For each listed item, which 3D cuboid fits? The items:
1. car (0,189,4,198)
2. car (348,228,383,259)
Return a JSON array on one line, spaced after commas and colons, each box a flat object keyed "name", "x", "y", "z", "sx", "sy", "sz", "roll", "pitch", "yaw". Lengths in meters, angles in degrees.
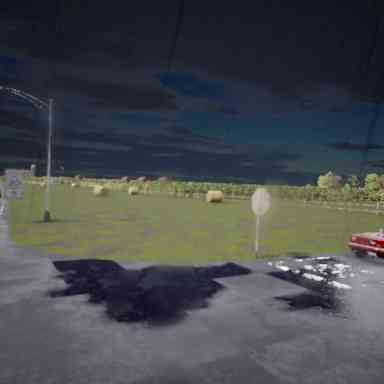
[{"name": "car", "x": -29.172, "y": 0.074, "z": 49.430, "sx": 1.994, "sy": 1.385, "sz": 4.181, "roll": 2, "pitch": 1, "yaw": -29}, {"name": "car", "x": 7.888, "y": 1.808, "z": 12.113, "sx": 4.718, "sy": 1.301, "sz": 1.895, "roll": 2, "pitch": 1, "yaw": -30}]
